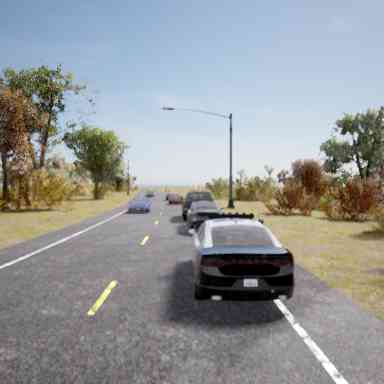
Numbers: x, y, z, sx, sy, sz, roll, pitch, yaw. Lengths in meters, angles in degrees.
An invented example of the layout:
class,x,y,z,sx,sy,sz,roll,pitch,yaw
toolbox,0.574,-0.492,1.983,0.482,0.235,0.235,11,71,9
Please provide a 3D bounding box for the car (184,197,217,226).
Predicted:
class,x,y,z,sx,sy,sz,roll,pitch,yaw
car,0.651,1.268,18.210,1.837,1.490,4.892,0,1,-2

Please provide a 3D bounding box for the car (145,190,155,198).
class,x,y,z,sx,sy,sz,roll,pitch,yaw
car,-8.998,0.393,71.850,2.097,1.767,4.553,0,1,-8

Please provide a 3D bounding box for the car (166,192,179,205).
class,x,y,z,sx,sy,sz,roll,pitch,yaw
car,-2.205,0.964,45.521,1.994,1.385,4.181,0,1,-5

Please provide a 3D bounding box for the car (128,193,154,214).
class,x,y,z,sx,sy,sz,roll,pitch,yaw
car,-4.655,1.133,30.016,1.812,1.442,4.674,0,1,-4

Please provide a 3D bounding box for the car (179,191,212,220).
class,x,y,z,sx,sy,sz,roll,pitch,yaw
car,0.366,0.903,24.263,2.150,2.045,5.566,0,1,-3

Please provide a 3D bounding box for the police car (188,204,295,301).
class,x,y,z,sx,sy,sz,roll,pitch,yaw
police car,0.953,1.317,8.269,1.930,1.638,5.238,0,1,-1
